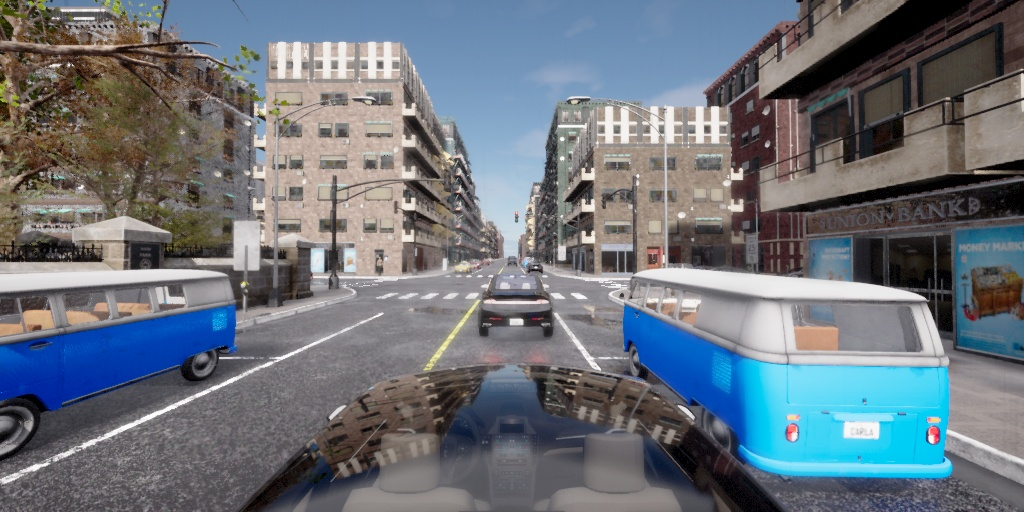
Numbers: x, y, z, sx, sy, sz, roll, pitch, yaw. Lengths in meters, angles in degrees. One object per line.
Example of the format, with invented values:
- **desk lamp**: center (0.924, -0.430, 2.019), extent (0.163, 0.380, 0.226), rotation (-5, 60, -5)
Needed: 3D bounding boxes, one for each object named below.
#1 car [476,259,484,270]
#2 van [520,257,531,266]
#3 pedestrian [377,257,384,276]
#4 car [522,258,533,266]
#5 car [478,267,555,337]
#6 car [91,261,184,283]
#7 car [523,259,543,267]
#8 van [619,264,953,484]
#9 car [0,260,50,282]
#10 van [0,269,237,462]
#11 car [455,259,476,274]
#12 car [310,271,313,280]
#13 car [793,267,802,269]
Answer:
- **car**: center (-5.680, 1.208, 53.819), extent (1.967, 1.591, 4.097), rotation (0, 0, 0)
- **van**: center (2.703, 1.112, 59.459), extent (1.690, 1.789, 3.998), rotation (0, 0, 0)
- **pedestrian**: center (-12.533, 0.967, 33.977), extent (0.375, 1.860, 0.375), rotation (0, -1, 1)
- **car**: center (2.700, 1.317, 48.174), extent (2.007, 1.370, 4.403), rotation (0, 0, 0)
- **car**: center (0.102, 1.244, 10.315), extent (2.128, 1.511, 4.902), rotation (0, 0, 0)
- **car**: center (-26.409, 1.119, 25.403), extent (4.674, 1.442, 1.812), rotation (0, -1, 1)
- **car**: center (2.699, 1.330, 42.532), extent (1.948, 1.339, 4.313), rotation (0, 0, 0)
- **van**: center (2.659, 1.092, 4.585), extent (1.690, 1.789, 3.998), rotation (0, 0, 0)
- **car**: center (-36.507, 1.044, 25.532), extent (4.892, 1.490, 1.837), rotation (0, -1, 1)
- **van**: center (-5.655, 1.092, 4.589), extent (1.690, 1.789, 3.998), rotation (0, 0, 0)
- **car**: center (-5.681, 1.289, 42.363), extent (1.751, 1.417, 4.829), rotation (0, 0, 0)
- **car**: center (-16.583, 0.999, 25.286), extent (4.553, 1.767, 2.097), rotation (0, -1, 1)
- **car**: center (24.918, 1.547, 30.561), extent (4.313, 1.339, 1.948), rotation (0, 0, 1)
